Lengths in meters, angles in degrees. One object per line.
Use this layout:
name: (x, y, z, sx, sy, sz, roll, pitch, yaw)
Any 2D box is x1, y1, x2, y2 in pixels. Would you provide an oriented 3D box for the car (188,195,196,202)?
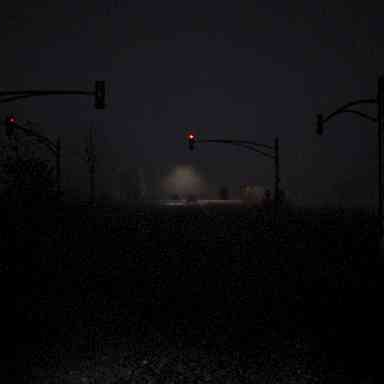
car: (-0.074, 1.426, 78.064, 1.837, 1.490, 4.892, 0, 0, 0)

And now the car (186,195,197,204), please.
car: (-0.064, 1.424, 68.028, 2.097, 1.767, 4.553, 0, 0, 0)

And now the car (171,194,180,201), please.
car: (-3.569, 1.195, 72.230, 1.837, 1.490, 4.892, 0, 0, 0)
